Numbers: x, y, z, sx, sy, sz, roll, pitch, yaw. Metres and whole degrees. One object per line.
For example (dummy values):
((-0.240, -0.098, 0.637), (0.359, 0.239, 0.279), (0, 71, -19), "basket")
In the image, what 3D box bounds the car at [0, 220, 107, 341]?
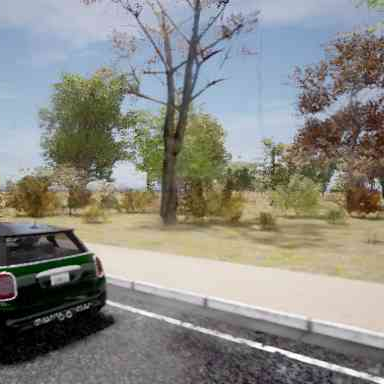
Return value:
((-3.764, 1.357, 6.360), (4.553, 1.767, 2.097), (0, 0, 35), "car")
